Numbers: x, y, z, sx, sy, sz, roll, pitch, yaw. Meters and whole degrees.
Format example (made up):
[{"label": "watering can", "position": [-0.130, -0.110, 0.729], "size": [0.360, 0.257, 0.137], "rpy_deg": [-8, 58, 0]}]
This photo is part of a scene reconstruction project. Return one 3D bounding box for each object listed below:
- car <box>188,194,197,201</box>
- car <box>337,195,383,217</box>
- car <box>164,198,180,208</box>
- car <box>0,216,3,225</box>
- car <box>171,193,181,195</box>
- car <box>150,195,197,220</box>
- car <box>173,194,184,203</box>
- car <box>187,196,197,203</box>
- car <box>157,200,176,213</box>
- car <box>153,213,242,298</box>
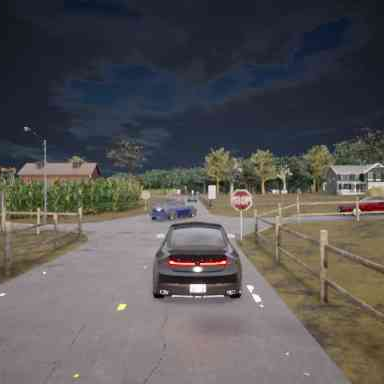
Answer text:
[{"label": "car", "position": [0.057, 1.305, 80.332], "size": [2.033, 1.411, 5.357], "rpy_deg": [0, 0, 0]}, {"label": "car", "position": [13.780, 1.025, 25.509], "size": [5.008, 1.535, 1.882], "rpy_deg": [-2, -2, 0]}, {"label": "car", "position": [-2.813, 1.567, 47.582], "size": [1.895, 1.301, 4.718], "rpy_deg": [0, 0, 0]}, {"label": "car", "position": [-15.571, 1.919, 22.589], "size": [4.718, 1.301, 1.895], "rpy_deg": [-1, -2, -1]}, {"label": "car", "position": [-2.791, 1.176, 58.068], "size": [2.150, 2.045, 5.566], "rpy_deg": [0, 0, 0]}, {"label": "car", "position": [-1.543, 1.440, 28.826], "size": [2.097, 1.767, 4.553], "rpy_deg": [0, 2, 34]}, {"label": "car", "position": [-2.704, 1.295, 69.333], "size": [2.097, 1.767, 4.553], "rpy_deg": [0, 0, 0]}, {"label": "car", "position": [0.048, 1.487, 70.319], "size": [1.994, 1.385, 4.181], "rpy_deg": [0, 0, 0]}, {"label": "car", "position": [-2.830, 1.579, 37.992], "size": [1.895, 1.301, 4.718], "rpy_deg": [0, 0, 0]}, {"label": "car", "position": [0.104, 1.508, 8.491], "size": [1.837, 1.490, 4.892], "rpy_deg": [0, 0, 0]}]
